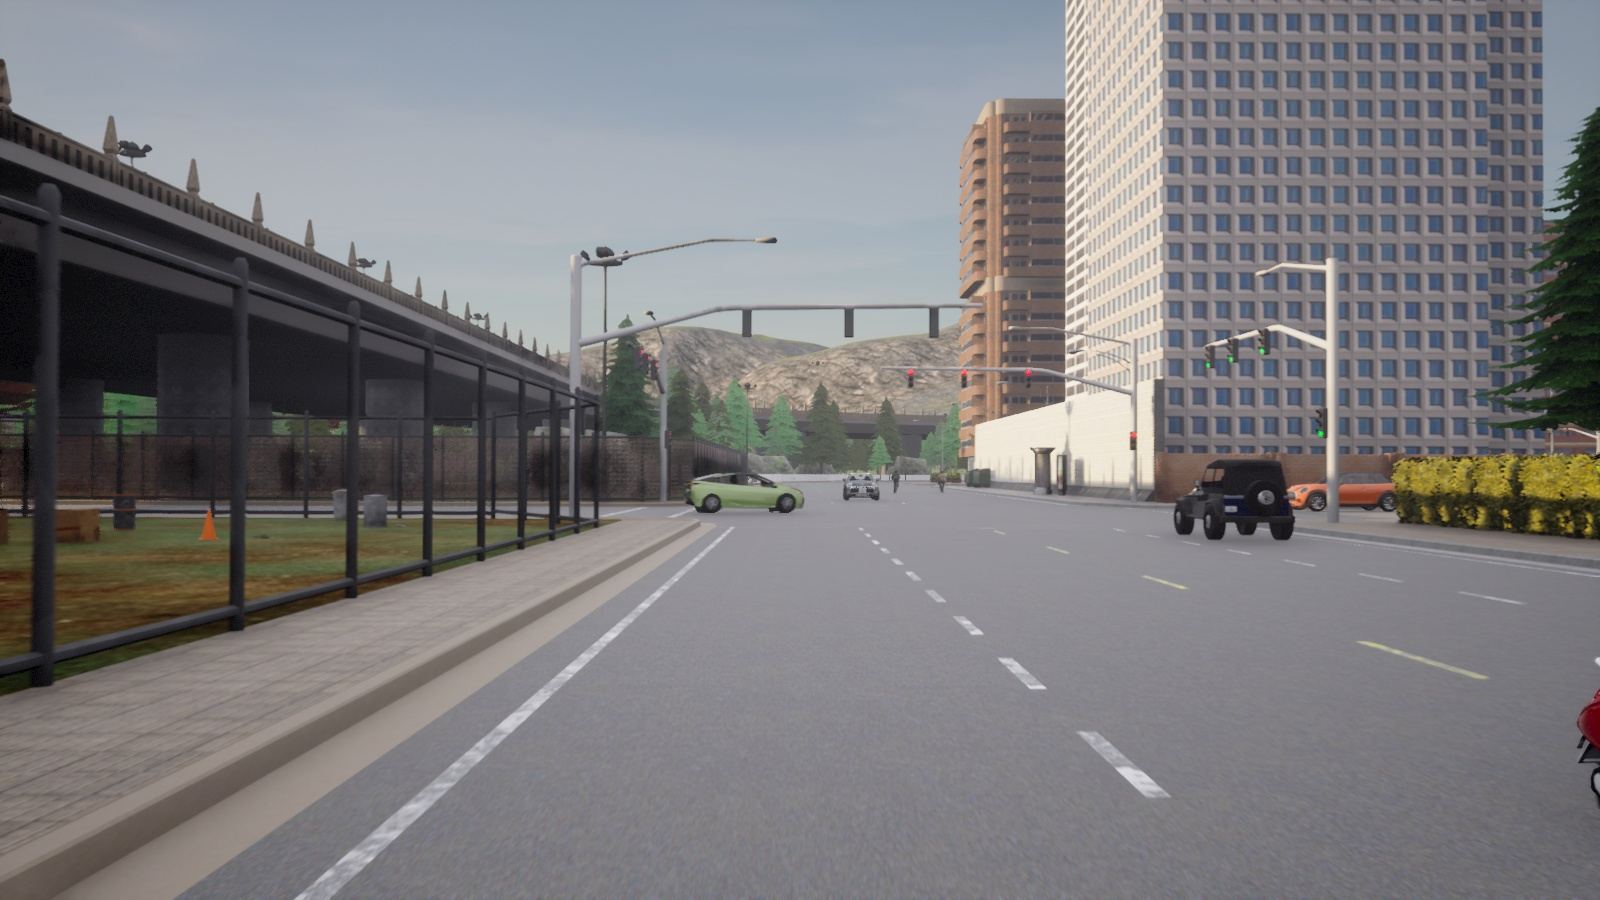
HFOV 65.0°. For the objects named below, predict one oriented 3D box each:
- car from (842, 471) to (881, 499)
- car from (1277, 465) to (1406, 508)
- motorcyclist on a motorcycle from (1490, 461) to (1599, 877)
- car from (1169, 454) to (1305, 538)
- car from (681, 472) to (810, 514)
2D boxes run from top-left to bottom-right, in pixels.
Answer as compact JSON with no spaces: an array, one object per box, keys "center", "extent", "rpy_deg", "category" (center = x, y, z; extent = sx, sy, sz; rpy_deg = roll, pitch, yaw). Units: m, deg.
[{"center":[3.332,1.916,68.662],"extent":[1.970,1.475,3.806],"rpy_deg":[0,-1,0],"category":"car"},{"center":[22.917,1.529,53.304],"extent":[4.553,1.767,2.097],"rpy_deg":[0,-1,0],"category":"car"},{"center":[3.488,0.832,4.627],"extent":[0.866,1.590,1.817],"rpy_deg":[0,-1,0],"category":"motorcyclist on a motorcycle"},{"center":[10.424,1.075,30.243],"extent":[1.905,1.878,3.866],"rpy_deg":[0,-1,0],"category":"car"},{"center":[-2.064,1.583,47.229],"extent":[4.514,1.525,2.007],"rpy_deg":[0,-1,-16],"category":"car"}]
